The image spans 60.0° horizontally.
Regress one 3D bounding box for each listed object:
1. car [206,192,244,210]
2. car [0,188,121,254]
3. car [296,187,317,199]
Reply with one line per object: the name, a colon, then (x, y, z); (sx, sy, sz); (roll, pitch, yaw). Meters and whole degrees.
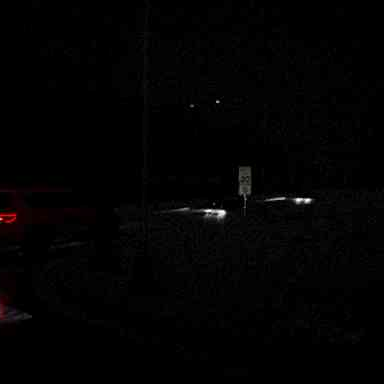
car: (2.962, 0.717, 28.627); (1.994, 1.385, 4.181); (1, 2, 35)
car: (-5.026, 0.882, 12.258); (2.150, 2.045, 5.566); (0, 1, 26)
car: (16.196, 0.180, 47.068); (1.994, 1.385, 4.181); (1, 2, 36)
